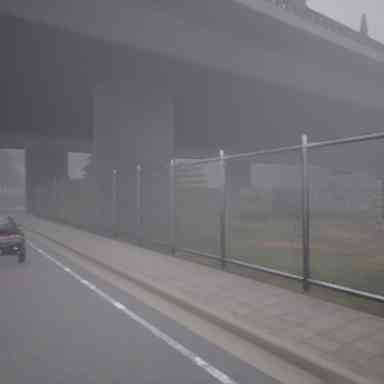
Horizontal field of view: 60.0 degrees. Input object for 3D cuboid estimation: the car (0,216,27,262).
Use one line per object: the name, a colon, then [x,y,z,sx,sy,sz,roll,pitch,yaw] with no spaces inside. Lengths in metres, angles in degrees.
car: [-7.253,1.622,11.997,2.128,1.511,4.902,0,0,-34]
